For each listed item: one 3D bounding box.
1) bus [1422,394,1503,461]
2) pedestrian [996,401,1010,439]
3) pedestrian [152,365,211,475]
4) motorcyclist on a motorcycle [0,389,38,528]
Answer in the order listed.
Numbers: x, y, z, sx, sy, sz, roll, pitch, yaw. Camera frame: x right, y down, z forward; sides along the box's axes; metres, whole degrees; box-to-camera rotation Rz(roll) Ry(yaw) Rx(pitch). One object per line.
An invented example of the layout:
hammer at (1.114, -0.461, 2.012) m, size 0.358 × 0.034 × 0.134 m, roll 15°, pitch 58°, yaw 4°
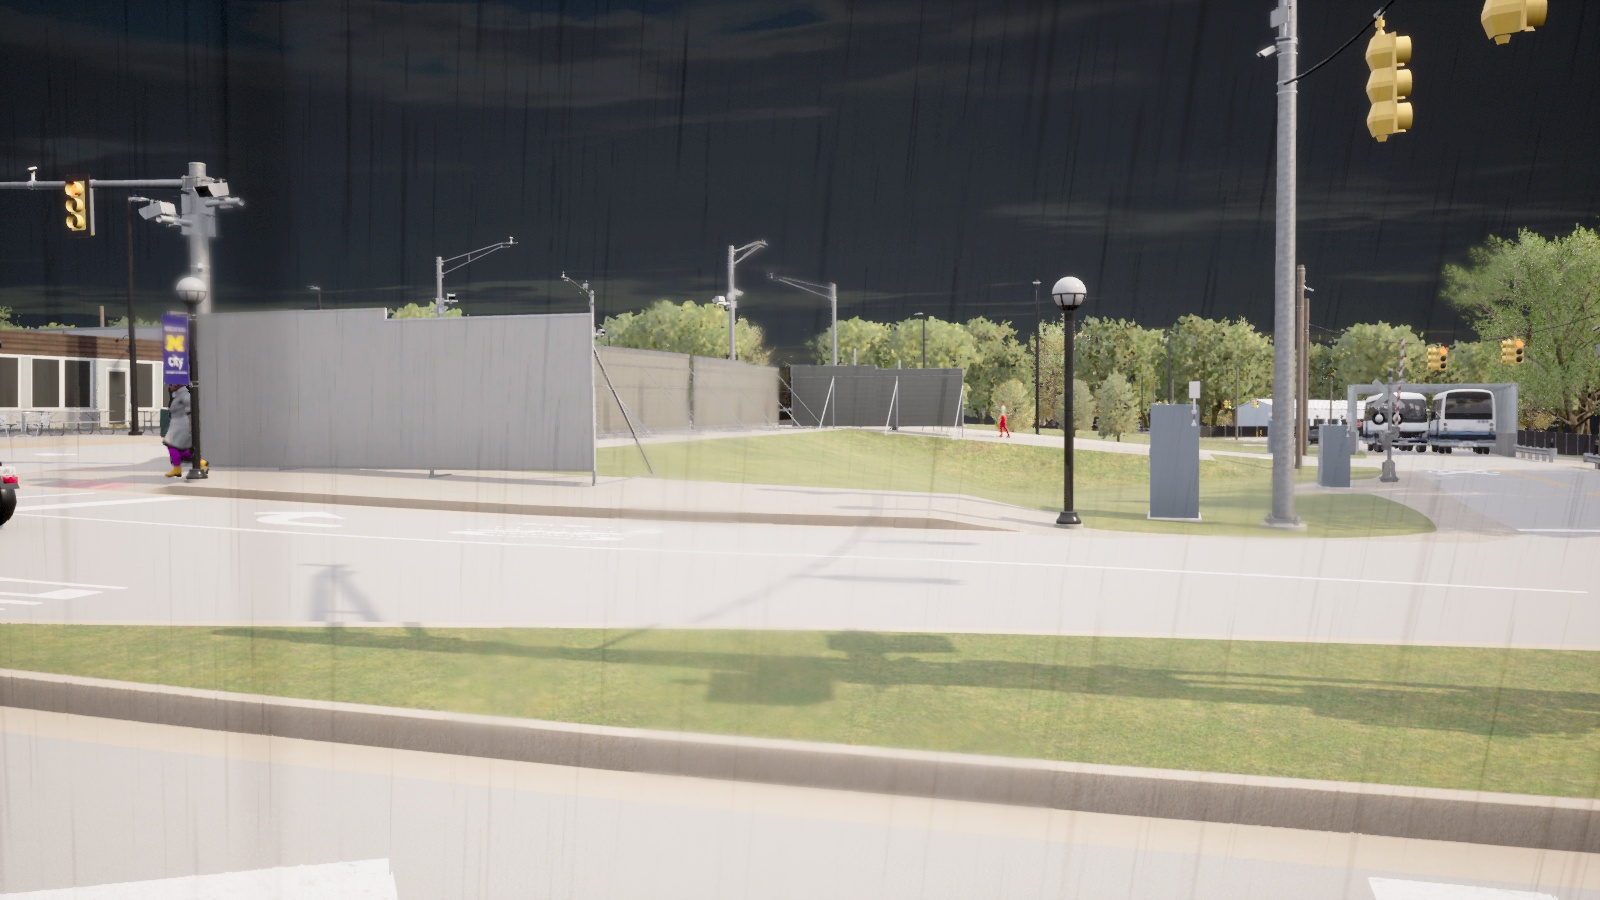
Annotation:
bus at (45.402, -1.558, 86.350) m, size 3.944 × 4.253 × 10.273 m, roll 1°, pitch 1°, yaw 23°
pedestrian at (9.830, -1.439, 60.757) m, size 0.594 × 1.836 × 0.345 m, roll 1°, pitch 3°, yaw 18°
pedestrian at (-11.161, -0.549, 22.652) m, size 0.873 × 1.952 × 0.659 m, roll -1°, pitch 3°, yaw -30°
motorcyclist on a motorcycle at (-10.607, 0.053, 15.366) m, size 2.350 × 1.649 × 0.766 m, roll 2°, pitch 2°, yaw 15°
